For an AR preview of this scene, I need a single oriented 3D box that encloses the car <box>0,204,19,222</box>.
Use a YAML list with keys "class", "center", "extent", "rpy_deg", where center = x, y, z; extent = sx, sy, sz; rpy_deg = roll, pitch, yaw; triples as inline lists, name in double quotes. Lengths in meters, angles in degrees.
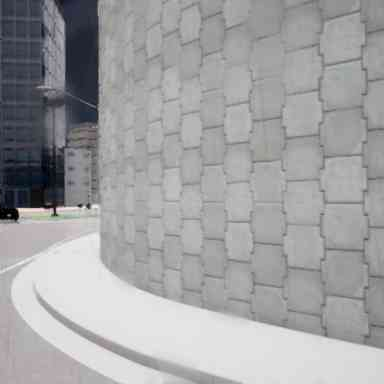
- class: "car"
  center: [-17.043, 1.818, 29.014]
  extent: [5.008, 1.535, 1.882]
  rpy_deg: [-1, -1, 37]
